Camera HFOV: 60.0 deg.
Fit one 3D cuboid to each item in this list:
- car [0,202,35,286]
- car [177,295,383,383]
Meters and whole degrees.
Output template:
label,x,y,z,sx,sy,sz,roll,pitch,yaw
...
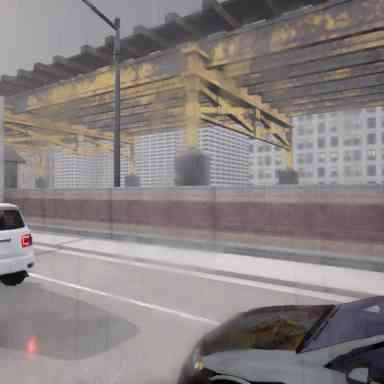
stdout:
label,x,y,z,sx,sy,sz,roll,pitch,yaw
car,-6.186,1.246,8.314,5.566,2.045,2.150,0,0,36
car,1.913,1.576,2.637,4.181,1.385,1.994,0,0,35
